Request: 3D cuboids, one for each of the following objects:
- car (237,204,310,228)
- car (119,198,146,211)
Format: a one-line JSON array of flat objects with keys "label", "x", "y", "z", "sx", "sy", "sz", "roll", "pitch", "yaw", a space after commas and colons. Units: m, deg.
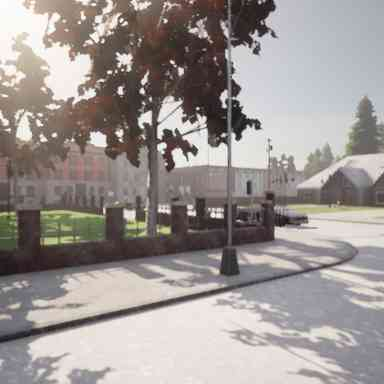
[{"label": "car", "x": 5.198, "y": 1.529, "z": 22.534, "sx": 2.033, "sy": 1.411, "sz": 5.357, "roll": 0, "pitch": 0, "yaw": -35}, {"label": "car", "x": -7.282, "y": 1.473, "z": 40.193, "sx": 2.128, "sy": 1.511, "sz": 4.902, "roll": 0, "pitch": 0, "yaw": -35}]
